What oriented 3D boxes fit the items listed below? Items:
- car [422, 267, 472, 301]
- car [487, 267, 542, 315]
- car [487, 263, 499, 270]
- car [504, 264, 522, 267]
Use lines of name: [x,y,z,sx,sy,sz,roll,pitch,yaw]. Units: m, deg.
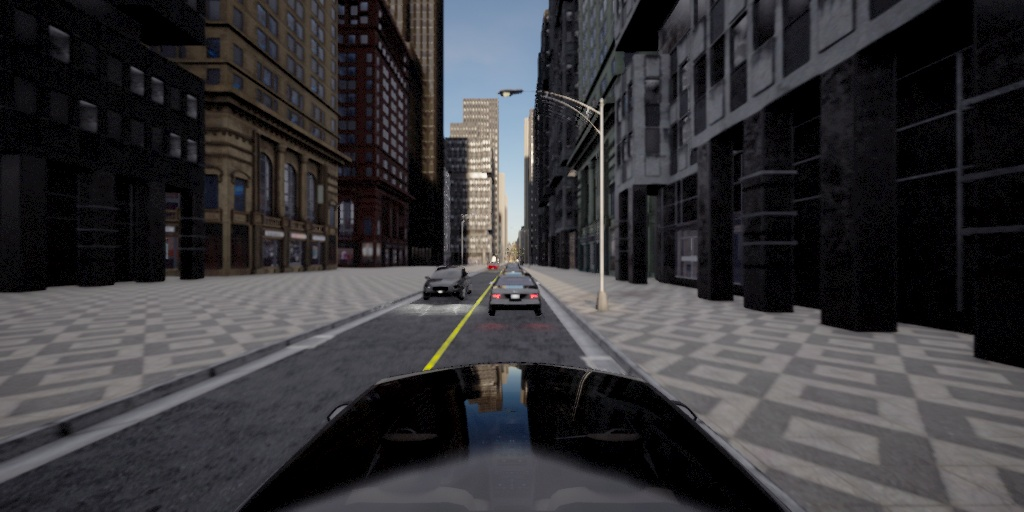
car: [-3.096,1.309,17.905,1.837,1.490,4.892,0,0,0]
car: [0.103,1.334,13.818,2.033,1.411,5.357,0,0,0]
car: [-3.047,1.705,58.155,1.895,1.301,4.718,0,-1,1]
car: [0.108,1.471,35.013,1.994,1.385,4.181,0,0,0]
